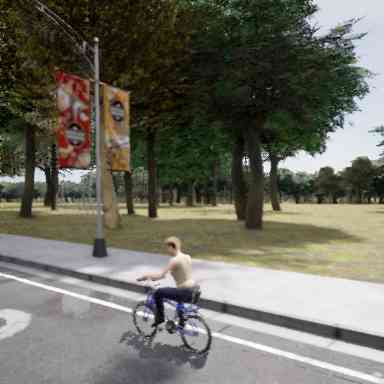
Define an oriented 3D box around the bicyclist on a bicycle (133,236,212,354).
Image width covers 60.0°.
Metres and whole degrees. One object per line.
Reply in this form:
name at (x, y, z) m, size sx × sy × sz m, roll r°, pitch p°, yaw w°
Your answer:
bicyclist on a bicycle at (-0.344, 1.459, 4.927) m, size 1.509 × 1.612 × 0.866 m, roll -1°, pitch 0°, yaw 35°
